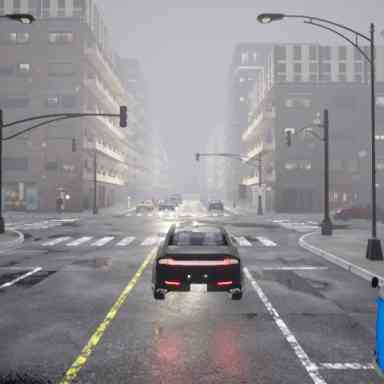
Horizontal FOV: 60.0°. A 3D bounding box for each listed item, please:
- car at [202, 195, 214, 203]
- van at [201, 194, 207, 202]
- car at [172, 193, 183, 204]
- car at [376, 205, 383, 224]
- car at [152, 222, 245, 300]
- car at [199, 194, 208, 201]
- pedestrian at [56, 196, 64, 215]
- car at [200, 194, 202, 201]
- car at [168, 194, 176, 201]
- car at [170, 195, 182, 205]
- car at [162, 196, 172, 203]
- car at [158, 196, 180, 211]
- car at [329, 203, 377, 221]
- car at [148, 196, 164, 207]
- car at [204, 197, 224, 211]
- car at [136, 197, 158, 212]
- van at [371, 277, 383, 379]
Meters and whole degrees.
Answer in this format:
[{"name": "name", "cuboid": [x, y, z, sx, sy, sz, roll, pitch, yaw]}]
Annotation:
[{"name": "car", "cuboid": [2.837, 1.560, 45.452, 2.008, 1.369, 4.403, 1, 0, 0]}, {"name": "van", "cuboid": [2.874, 1.354, 56.736, 1.690, 1.788, 3.998, 1, 0, 0]}, {"name": "car", "cuboid": [-2.881, 1.236, 61.451, 2.150, 2.045, 5.566, 0, 0, 1]}, {"name": "car", "cuboid": [13.596, 1.580, 19.581, 4.313, 1.339, 1.947, 0, -1, 1]}, {"name": "car", "cuboid": [0.126, 1.493, 8.353, 2.128, 1.511, 4.902, 0, 0, 0]}, {"name": "car", "cuboid": [2.958, 1.339, 84.949, 2.192, 1.841, 5.009, 1, 0, 0]}, {"name": "pedestrian", "cuboid": [-12.446, 1.213, 31.296, 0.375, 1.860, 0.375, 0, -1, 1]}, {"name": "car", "cuboid": [2.905, 1.542, 68.192, 1.752, 1.417, 4.829, 1, 0, 0]}, {"name": "car", "cuboid": [-5.408, 1.467, 90.617, 1.967, 1.590, 4.097, 1, 0, 0]}, {"name": "car", "cuboid": [-2.944, 1.537, 50.713, 1.812, 1.442, 4.674, 0, 0, 0]}, {"name": "car", "cuboid": [-5.459, 1.564, 73.689, 1.887, 1.381, 4.507, 1, 0, 0]}, {"name": "car", "cuboid": [-2.981, 1.556, 40.810, 2.033, 1.411, 5.357, 0, 0, 0]}, {"name": "car", "cuboid": [13.725, 1.604, 27.962, 4.097, 1.590, 1.967, 0, -1, 1]}, {"name": "car", "cuboid": [-5.524, 1.451, 51.119, 1.967, 1.590, 4.097, 1, 0, 0]}, {"name": "car", "cuboid": [2.821, 1.574, 39.809, 1.947, 1.339, 4.313, 1, 0, 0]}, {"name": "car", "cuboid": [-5.559, 1.533, 39.663, 1.752, 1.417, 4.829, 1, 0, 0]}, {"name": "van", "cuboid": [2.680, 1.341, 1.863, 1.690, 1.788, 3.998, 1, 0, 0]}]
